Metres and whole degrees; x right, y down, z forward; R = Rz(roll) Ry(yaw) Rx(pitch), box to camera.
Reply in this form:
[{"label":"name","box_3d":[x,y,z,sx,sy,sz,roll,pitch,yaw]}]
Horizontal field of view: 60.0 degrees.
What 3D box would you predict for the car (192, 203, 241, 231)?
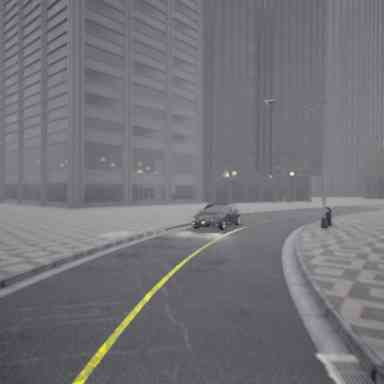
[{"label":"car","box_3d":[1.614,1.440,20.370,1.837,1.490,4.892,0,0,25]}]
